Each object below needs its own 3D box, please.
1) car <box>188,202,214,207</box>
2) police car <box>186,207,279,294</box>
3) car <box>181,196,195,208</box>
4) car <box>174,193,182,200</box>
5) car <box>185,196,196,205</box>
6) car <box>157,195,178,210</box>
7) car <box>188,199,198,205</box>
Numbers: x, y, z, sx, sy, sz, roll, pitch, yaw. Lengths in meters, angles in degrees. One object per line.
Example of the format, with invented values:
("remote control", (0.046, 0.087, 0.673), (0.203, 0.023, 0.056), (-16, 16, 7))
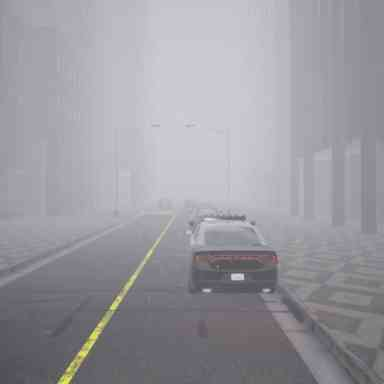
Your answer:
("car", (0.826, 1.521, 18.855), (1.812, 1.442, 4.674), (0, 0, 0))
("police car", (0.865, 1.425, 8.964), (1.930, 1.638, 5.238), (0, 0, 0))
("car", (-0.160, 1.505, 46.165), (1.812, 1.442, 4.674), (0, 0, 0))
("car", (-3.343, 1.476, 85.568), (1.837, 1.490, 4.892), (0, 0, 0))
("car", (-0.242, 1.452, 60.445), (1.882, 1.535, 5.008), (0, 0, 0))
("car", (-3.267, 1.472, 42.160), (2.128, 1.511, 4.902), (0, 0, 0))
("car", (0.801, 1.496, 24.856), (1.837, 1.490, 4.892), (0, 0, 0))
